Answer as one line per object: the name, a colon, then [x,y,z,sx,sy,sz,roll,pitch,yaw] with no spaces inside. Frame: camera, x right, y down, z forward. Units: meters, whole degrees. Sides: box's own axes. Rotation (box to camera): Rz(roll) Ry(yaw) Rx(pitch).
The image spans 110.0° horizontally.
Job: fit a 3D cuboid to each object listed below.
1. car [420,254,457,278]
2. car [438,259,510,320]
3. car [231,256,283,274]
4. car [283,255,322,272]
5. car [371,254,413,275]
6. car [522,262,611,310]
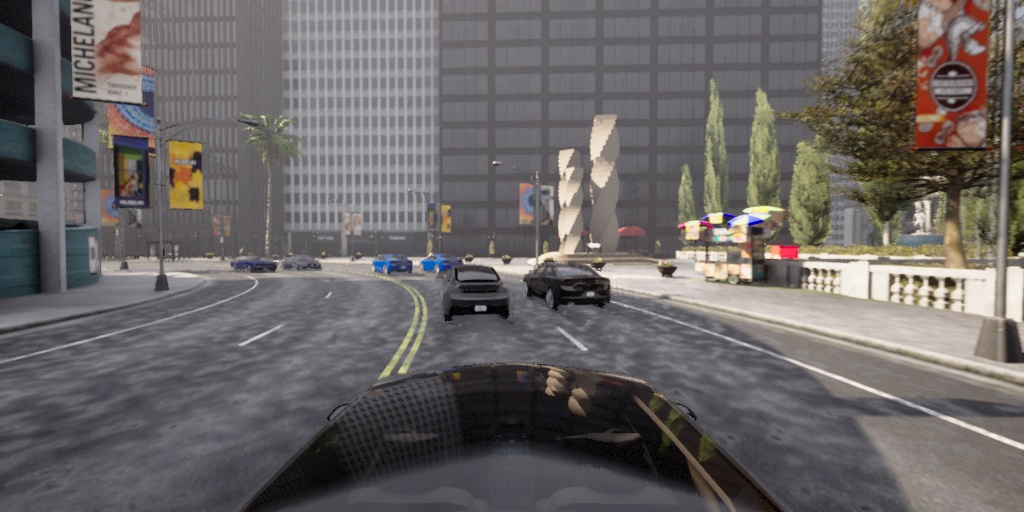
car: [-5.789,0.592,28.895,1.882,1.535,5.008,-1,1,-36]
car: [-1.333,1.027,11.614,1.837,1.490,4.892,0,2,-13]
car: [-21.077,0.685,29.324,4.718,1.301,1.895,1,2,35]
car: [-18.576,0.598,31.644,4.181,1.385,1.994,1,2,37]
car: [-9.398,0.611,27.888,1.882,1.535,5.008,-1,1,-38]
car: [1.810,0.961,13.387,1.882,1.535,5.008,0,1,-14]
